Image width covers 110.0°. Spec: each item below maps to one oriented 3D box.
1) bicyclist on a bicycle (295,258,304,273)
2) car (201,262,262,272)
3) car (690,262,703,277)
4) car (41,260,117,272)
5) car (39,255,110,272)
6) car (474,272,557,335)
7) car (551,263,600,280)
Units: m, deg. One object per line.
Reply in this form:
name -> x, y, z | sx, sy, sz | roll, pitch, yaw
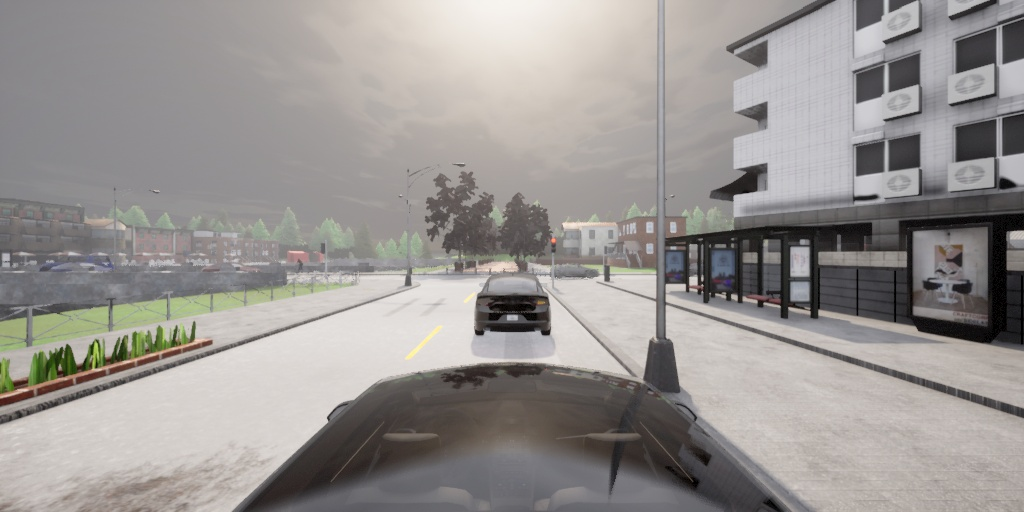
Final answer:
bicyclist on a bicycle -> -23.434, 1.094, 39.547 | 0.582, 1.620, 1.656 | 0, 0, 0
car -> -24.299, 1.272, 31.167 | 4.674, 1.442, 1.812 | 0, 0, 0
car -> 18.444, 1.310, 35.376 | 4.181, 1.385, 1.994 | 0, 0, 0
car -> -37.182, 1.272, 31.155 | 4.674, 1.442, 1.812 | 0, 0, 0
car -> -42.662, 0.967, 35.237 | 5.566, 2.045, 2.150 | 0, 0, 0
car -> 0.031, 1.226, 10.478 | 1.882, 1.535, 5.008 | 0, 0, 0
car -> 5.436, 1.310, 31.168 | 4.181, 1.385, 1.994 | 0, 0, 0
